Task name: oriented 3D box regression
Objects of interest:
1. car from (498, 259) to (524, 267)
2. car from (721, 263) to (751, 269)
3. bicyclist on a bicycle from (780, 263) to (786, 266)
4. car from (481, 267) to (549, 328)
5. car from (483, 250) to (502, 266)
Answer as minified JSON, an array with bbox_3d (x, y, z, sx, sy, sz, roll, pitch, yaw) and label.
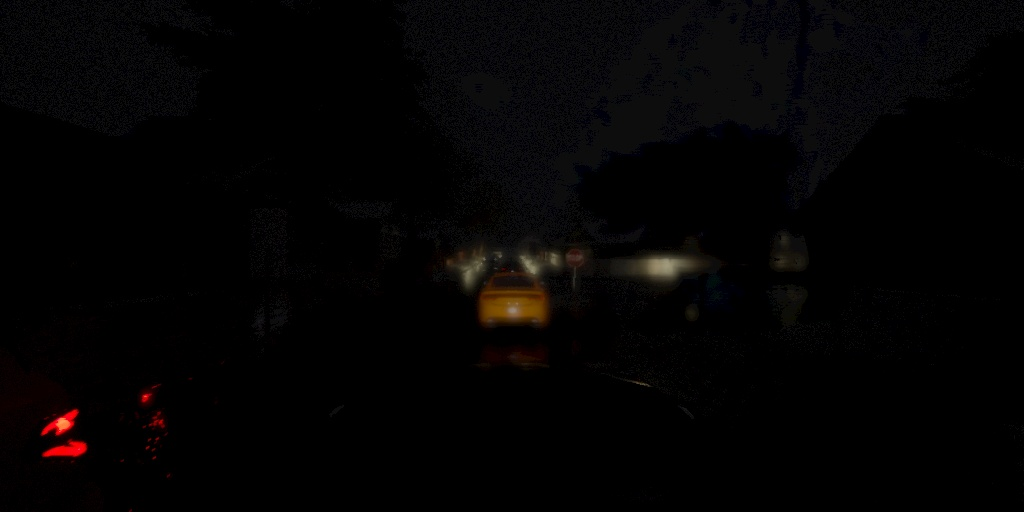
[{"bbox_3d":[0.093,1.226,31.082,1.994,1.385,4.181,0,1,0],"label":"car"},{"bbox_3d":[22.526,1.423,36.284,5.008,1.535,1.882,0,0,-33],"label":"car"},{"bbox_3d":[21.989,1.375,28.929,0.582,1.620,1.656,0,0,-32],"label":"bicyclist on a bicycle"},{"bbox_3d":[0.121,1.284,11.667,1.882,1.535,5.008,0,0,2],"label":"car"},{"bbox_3d":[-2.831,0.471,50.384,2.097,1.767,4.553,0,2,0],"label":"car"}]
